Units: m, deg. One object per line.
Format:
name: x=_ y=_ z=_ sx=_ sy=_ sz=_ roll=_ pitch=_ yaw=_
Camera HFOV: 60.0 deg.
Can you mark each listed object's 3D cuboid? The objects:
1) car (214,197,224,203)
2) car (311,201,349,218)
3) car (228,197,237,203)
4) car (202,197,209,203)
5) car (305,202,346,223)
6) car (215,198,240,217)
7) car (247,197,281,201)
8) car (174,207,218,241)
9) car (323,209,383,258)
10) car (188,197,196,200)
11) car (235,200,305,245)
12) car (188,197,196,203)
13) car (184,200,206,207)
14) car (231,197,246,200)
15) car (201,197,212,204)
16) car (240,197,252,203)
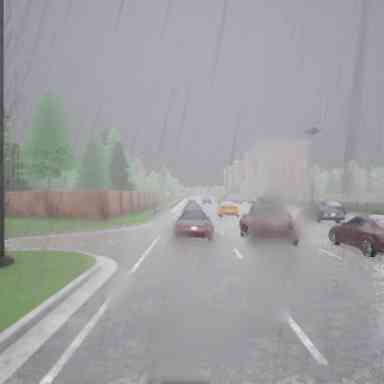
car: x=6.993 y=2.013 z=86.601 sx=2.128 sy=1.511 sz=4.902 roll=0 pitch=0 yaw=0
car: x=14.100 y=1.739 z=34.397 sx=1.882 sy=1.535 sz=5.008 roll=0 pitch=0 yaw=0
car: x=10.490 y=2.033 z=87.027 sx=1.812 sy=1.442 sz=4.674 roll=0 pitch=0 yaw=0
car: x=3.490 y=2.009 z=87.006 sx=1.837 sy=1.490 sz=4.892 roll=0 pitch=0 yaw=0
car: x=10.599 y=1.756 z=27.295 sx=2.033 sy=1.411 sz=5.357 roll=0 pitch=0 yaw=0
car: x=3.600 y=1.739 z=34.396 sx=1.882 sy=1.535 sz=5.008 roll=0 pitch=0 yaw=0
car: x=7.100 y=1.464 z=31.901 sx=2.150 sy=2.045 sz=5.566 roll=0 pitch=0 yaw=0
car: x=0.099 y=1.699 z=17.696 sx=1.994 sy=1.385 sz=4.181 roll=0 pitch=0 yaw=0
car: x=7.099 y=1.626 z=13.084 sx=1.812 sy=1.442 sz=4.674 roll=0 pitch=0 yaw=0
car: x=-0.001 y=2.100 z=76.997 sx=1.812 sy=1.442 sz=4.674 roll=0 pitch=0 yaw=0
car: x=3.600 y=1.476 z=16.251 sx=2.097 sy=1.767 sz=4.553 roll=0 pitch=0 yaw=0
car: x=-0.010 y=2.061 z=86.996 sx=1.994 sy=1.385 sz=4.181 roll=0 pitch=0 yaw=0
car: x=0.099 y=1.819 z=33.620 sx=1.994 sy=1.385 sz=4.181 roll=0 pitch=0 yaw=0
car: x=10.499 y=2.100 z=76.964 sx=2.128 sy=1.511 sz=4.902 roll=0 pitch=0 yaw=0
car: x=3.499 y=1.929 z=76.935 sx=2.097 sy=1.767 sz=4.553 roll=0 pitch=0 yaw=0
car: x=13.993 y=2.029 z=86.621 sx=2.033 sy=1.411 sz=5.357 roll=0 pitch=0 yaw=0
